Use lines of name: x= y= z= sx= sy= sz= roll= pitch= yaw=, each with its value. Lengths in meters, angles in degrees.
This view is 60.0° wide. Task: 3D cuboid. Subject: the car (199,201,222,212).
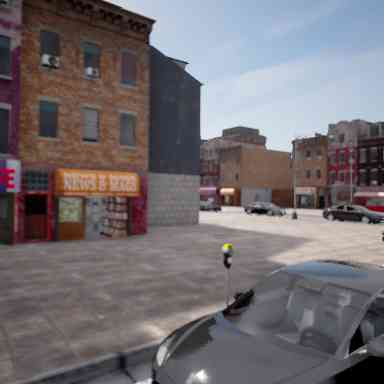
car: x=1.572 y=1.870 z=43.167 sx=2.033 sy=1.411 sz=5.357 roll=1 pitch=-1 yaw=-36

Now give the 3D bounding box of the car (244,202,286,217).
car: x=7.573 y=1.793 z=34.723 sx=2.128 sy=1.511 sz=4.902 roll=1 pitch=-1 yaw=-35

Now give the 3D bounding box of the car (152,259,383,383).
car: x=1.627 y=1.599 z=3.961 sx=4.313 sy=1.339 sz=1.947 roll=1 pitch=0 yaw=-35

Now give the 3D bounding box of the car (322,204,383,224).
car: x=13.058 y=1.787 z=26.993 sx=1.837 sy=1.490 sz=4.892 roll=1 pitch=-1 yaw=-35
